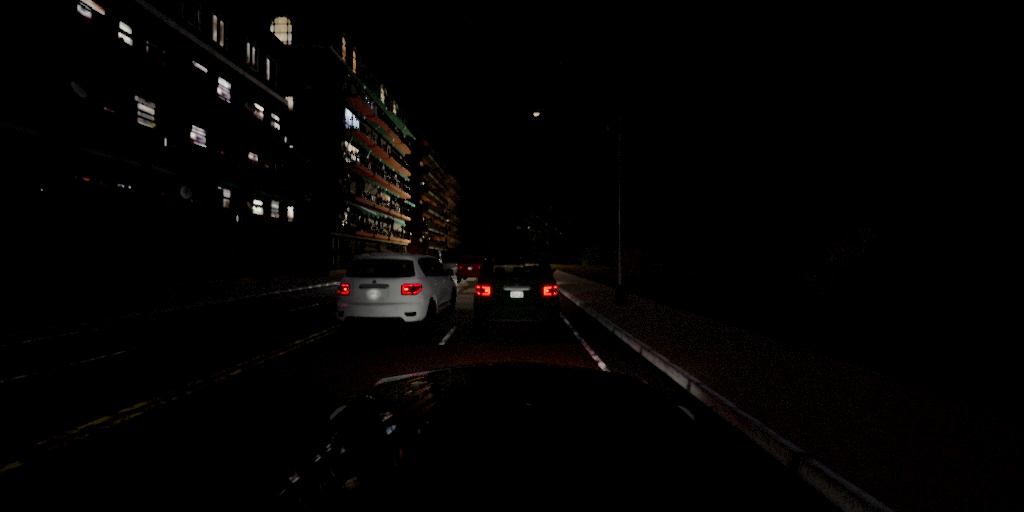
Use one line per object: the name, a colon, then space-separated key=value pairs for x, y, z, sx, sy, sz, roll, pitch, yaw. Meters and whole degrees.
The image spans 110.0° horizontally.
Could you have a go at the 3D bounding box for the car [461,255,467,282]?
car: x=-3.039 y=0.961 z=28.499 sx=2.150 sy=2.045 sz=5.566 roll=0 pitch=0 yaw=0

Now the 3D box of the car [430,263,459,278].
car: x=-6.467 y=1.333 z=34.879 sx=1.895 sy=1.301 sz=4.718 roll=0 pitch=0 yaw=0

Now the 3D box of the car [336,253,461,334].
car: x=-3.114 y=0.962 z=10.797 sx=2.150 sy=2.045 sz=5.566 roll=0 pitch=-1 yaw=0

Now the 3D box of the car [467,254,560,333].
car: x=0.133 y=0.967 z=10.836 sx=2.150 sy=2.045 sz=5.566 roll=0 pitch=0 yaw=0
